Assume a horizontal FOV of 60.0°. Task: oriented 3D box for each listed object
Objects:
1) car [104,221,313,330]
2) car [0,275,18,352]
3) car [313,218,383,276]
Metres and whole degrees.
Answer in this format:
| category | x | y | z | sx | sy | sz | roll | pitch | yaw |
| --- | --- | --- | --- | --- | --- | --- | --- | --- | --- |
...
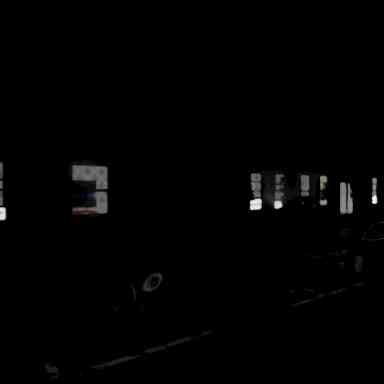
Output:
| category | x | y | z | sx | sy | sz | roll | pitch | yaw |
| --- | --- | --- | --- | --- | --- | --- | --- | --- | --- |
| car | 0.318 | 1.420 | 6.787 | 4.097 | 1.590 | 1.967 | 0 | 0 | -36 |
| car | -4.317 | 1.559 | 3.481 | 4.403 | 1.369 | 2.008 | 0 | 0 | -36 |
| car | 4.952 | 1.500 | 10.093 | 4.403 | 1.369 | 2.008 | 0 | 0 | -36 |
